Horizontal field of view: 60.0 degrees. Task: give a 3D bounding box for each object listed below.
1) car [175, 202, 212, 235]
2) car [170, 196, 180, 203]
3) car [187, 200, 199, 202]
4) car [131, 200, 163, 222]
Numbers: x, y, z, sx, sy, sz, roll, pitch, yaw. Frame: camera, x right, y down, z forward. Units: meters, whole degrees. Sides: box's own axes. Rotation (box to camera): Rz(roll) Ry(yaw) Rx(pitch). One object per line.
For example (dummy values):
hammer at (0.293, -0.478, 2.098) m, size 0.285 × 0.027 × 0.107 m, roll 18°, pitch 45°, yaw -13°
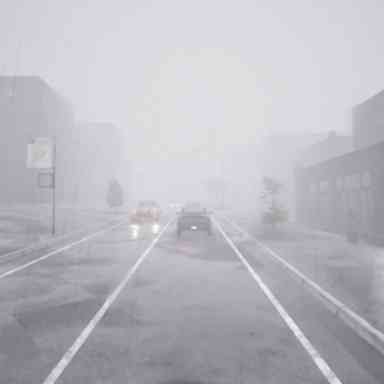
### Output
car at (0.107, 1.545, 19.104) m, size 1.837 × 1.490 × 4.892 m, roll 0°, pitch 0°, yaw 0°
car at (-3.516, 1.560, 68.190) m, size 2.128 × 1.511 × 4.902 m, roll 0°, pitch 1°, yaw 0°
car at (0.109, 1.610, 37.177) m, size 1.837 × 1.490 × 4.892 m, roll 0°, pitch 0°, yaw 0°
car at (-3.568, 1.419, 26.851) m, size 2.097 × 1.767 × 4.553 m, roll 0°, pitch 0°, yaw 0°
